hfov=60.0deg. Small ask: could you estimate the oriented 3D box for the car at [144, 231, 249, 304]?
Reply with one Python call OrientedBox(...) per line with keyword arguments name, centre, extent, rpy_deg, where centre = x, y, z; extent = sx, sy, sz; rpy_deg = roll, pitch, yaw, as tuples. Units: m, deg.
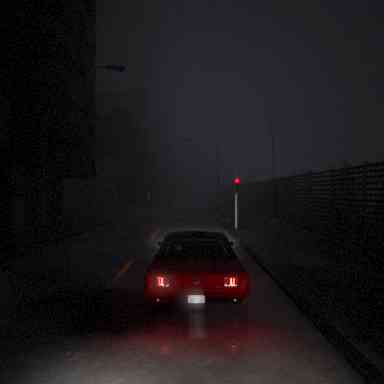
OrientedBox(name="car", centre=(0.089, 1.601, 8.082), extent=(1.895, 1.301, 4.718), rpy_deg=(0, 0, 0))
